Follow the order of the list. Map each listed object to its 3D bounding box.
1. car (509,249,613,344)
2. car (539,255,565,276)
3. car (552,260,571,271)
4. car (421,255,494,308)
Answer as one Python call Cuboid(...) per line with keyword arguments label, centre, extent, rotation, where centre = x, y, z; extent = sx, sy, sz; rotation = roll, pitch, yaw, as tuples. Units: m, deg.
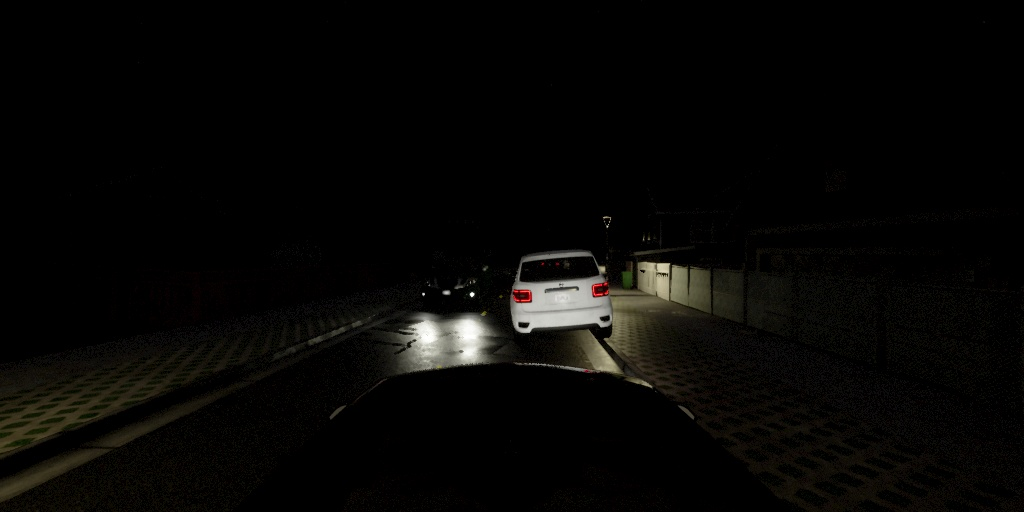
Cuboid(label="car", centre=(1.135, 0.897, 9.645), extent=(2.150, 2.045, 5.566), rotation=(-5, 0, 3))
Cuboid(label="car", centre=(4.354, 0.973, 38.556), extent=(2.150, 2.045, 5.566), rotation=(0, 0, 13))
Cuboid(label="car", centre=(6.846, 1.283, 48.950), extent=(1.812, 1.442, 4.674), rotation=(0, 0, 17))
Cuboid(label="car", centre=(-2.127, 0.966, 15.668), extent=(2.150, 2.045, 5.566), rotation=(0, 0, 5))
